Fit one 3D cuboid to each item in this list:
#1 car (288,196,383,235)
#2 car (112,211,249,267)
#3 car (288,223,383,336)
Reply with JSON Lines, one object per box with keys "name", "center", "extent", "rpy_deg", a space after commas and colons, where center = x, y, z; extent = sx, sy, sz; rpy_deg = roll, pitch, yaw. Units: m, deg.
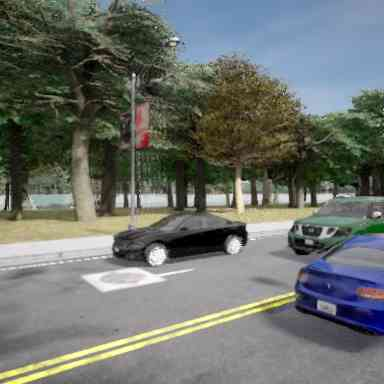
{"name": "car", "center": [5.862, 1.192, 11.882], "extent": [5.566, 2.045, 2.150], "rpy_deg": [0, 0, -36]}
{"name": "car", "center": [-0.244, 1.461, 11.504], "extent": [5.008, 1.535, 1.882], "rpy_deg": [0, 0, -36]}
{"name": "car", "center": [3.829, 1.507, 6.179], "extent": [4.674, 1.442, 1.812], "rpy_deg": [0, 0, -36]}
